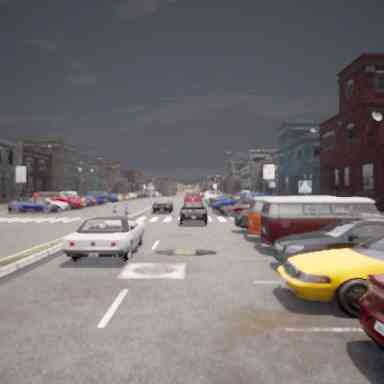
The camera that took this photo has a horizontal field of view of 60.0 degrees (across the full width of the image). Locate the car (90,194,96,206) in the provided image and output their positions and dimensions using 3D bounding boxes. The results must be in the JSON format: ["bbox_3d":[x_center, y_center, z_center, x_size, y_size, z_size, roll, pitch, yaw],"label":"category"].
[{"bbox_3d":[-15.535,1.288,43.693,4.674,1.452,2.002,0,0,0],"label":"car"}]

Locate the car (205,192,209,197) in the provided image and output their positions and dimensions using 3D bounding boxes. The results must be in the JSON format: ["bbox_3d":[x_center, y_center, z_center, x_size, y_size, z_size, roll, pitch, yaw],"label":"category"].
[{"bbox_3d":[4.923,1.198,48.401,5.366,1.575,1.946,0,0,0],"label":"car"}]

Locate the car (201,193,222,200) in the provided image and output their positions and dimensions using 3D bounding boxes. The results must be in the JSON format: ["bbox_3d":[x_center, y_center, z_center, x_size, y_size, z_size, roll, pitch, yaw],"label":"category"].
[{"bbox_3d":[4.837,1.050,81.750,5.008,1.535,2.097,0,0,0],"label":"car"}]

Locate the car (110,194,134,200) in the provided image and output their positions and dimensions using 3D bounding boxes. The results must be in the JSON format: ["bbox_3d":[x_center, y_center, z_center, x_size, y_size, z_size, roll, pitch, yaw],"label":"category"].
[{"bbox_3d":[-15.520,1.095,74.157,4.792,1.488,2.163,0,0,0],"label":"car"}]

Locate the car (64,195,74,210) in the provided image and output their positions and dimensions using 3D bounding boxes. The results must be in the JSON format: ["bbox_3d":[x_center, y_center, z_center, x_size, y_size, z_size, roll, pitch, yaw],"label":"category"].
[{"bbox_3d":[-15.534,1.351,35.549,4.674,1.452,2.002,0,0,0],"label":"car"}]

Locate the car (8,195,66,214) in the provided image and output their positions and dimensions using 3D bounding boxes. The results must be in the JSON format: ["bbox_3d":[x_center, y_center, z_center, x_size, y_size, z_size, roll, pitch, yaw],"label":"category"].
[{"bbox_3d":[-15.500,1.360,32.792,4.792,1.488,2.163,0,0,0],"label":"car"}]

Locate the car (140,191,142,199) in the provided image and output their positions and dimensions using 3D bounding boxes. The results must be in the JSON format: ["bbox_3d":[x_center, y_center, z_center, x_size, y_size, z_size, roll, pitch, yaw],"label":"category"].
[{"bbox_3d":[-15.568,1.070,82.428,4.792,1.488,2.163,0,0,0],"label":"car"}]

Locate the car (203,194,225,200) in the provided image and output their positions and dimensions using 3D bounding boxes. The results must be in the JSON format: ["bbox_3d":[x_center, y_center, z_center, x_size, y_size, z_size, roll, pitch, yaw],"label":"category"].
[{"bbox_3d":[4.846,1.105,73.538,4.792,1.488,2.163,0,0,0],"label":"car"}]

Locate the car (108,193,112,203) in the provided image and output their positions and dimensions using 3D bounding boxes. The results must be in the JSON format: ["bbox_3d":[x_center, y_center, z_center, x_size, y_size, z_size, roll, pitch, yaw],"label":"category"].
[{"bbox_3d":[-15.546,1.224,52.095,4.674,1.452,2.002,0,0,0],"label":"car"}]

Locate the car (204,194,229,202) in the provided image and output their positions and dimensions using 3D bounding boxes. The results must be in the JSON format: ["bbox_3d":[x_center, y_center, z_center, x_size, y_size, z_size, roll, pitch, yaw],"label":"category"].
[{"bbox_3d":[4.788,1.148,65.202,4.674,1.452,2.002,0,0,0],"label":"car"}]

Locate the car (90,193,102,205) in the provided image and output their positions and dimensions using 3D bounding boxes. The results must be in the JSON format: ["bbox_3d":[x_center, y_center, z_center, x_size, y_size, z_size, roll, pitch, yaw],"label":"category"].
[{"bbox_3d":[-15.537,1.265,46.581,4.674,1.452,2.002,0,0,0],"label":"car"}]

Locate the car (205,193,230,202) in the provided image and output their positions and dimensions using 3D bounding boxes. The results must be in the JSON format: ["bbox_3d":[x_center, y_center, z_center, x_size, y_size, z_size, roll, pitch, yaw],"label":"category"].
[{"bbox_3d":[4.814,0.996,62.331,4.553,1.767,2.185,0,0,0],"label":"car"}]

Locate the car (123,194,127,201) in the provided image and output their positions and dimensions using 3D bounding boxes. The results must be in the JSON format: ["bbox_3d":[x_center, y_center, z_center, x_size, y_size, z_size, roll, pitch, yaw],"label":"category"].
[{"bbox_3d":[-15.737,1.111,63.121,5.366,1.575,1.946,0,0,0],"label":"car"}]

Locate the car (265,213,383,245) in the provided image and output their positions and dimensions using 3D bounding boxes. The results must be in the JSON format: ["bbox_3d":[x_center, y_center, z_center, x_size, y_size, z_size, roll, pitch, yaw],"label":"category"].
[{"bbox_3d":[4.713,1.471,9.498,4.674,1.452,2.002,0,0,0],"label":"car"}]

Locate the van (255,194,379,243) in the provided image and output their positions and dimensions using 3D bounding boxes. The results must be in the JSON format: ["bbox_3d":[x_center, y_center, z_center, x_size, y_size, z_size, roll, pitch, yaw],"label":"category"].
[{"bbox_3d":[4.828,1.191,12.276,4.442,1.987,1.878,0,0,0],"label":"van"}]

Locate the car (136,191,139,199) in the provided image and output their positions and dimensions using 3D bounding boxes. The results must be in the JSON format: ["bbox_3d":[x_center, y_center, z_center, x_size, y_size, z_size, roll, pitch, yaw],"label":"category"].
[{"bbox_3d":[-15.516,1.085,76.912,4.792,1.488,2.163,0,0,0],"label":"car"}]

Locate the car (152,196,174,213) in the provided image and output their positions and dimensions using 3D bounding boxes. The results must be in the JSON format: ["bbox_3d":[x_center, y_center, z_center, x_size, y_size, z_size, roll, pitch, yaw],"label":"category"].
[{"bbox_3d":[-2.904,1.412,34.254,1.895,1.301,4.718,0,0,0],"label":"car"}]

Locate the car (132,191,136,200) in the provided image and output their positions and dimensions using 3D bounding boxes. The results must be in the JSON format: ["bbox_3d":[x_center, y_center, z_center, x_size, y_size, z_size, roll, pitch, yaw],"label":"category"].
[{"bbox_3d":[-15.367,1.073,71.399,5.366,1.575,1.946,0,0,0],"label":"car"}]

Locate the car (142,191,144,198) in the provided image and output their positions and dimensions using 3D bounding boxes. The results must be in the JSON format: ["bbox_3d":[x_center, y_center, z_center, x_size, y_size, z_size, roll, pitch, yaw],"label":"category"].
[{"bbox_3d":[-15.504,0.910,85.184,4.553,1.767,2.185,0,0,0],"label":"car"}]

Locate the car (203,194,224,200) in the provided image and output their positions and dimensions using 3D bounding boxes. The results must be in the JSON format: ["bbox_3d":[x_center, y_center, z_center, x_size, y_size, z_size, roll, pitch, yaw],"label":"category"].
[{"bbox_3d":[4.823,1.106,76.317,4.674,1.452,2.002,0,0,0],"label":"car"}]

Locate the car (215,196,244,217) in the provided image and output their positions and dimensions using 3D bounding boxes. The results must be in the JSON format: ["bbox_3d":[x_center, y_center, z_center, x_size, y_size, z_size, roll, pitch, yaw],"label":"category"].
[{"bbox_3d":[4.683,1.353,28.954,4.792,1.488,2.163,0,0,0],"label":"car"}]

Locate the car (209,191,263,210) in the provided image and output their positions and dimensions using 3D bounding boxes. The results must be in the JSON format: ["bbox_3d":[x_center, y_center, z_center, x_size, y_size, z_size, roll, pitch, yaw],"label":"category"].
[{"bbox_3d":[4.684,1.055,31.733,5.566,2.045,2.435,0,0,0],"label":"car"}]

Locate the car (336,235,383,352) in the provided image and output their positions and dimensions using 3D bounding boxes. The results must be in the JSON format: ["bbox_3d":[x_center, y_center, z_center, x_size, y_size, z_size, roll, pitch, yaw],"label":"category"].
[{"bbox_3d":[4.705,1.459,3.939,5.008,1.535,2.097,0,0,0],"label":"car"}]

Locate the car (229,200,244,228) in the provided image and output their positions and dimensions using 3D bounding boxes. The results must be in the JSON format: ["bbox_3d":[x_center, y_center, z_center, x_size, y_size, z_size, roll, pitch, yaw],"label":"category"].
[{"bbox_3d":[4.705,1.388,17.836,4.892,1.521,2.231,0,0,0],"label":"car"}]

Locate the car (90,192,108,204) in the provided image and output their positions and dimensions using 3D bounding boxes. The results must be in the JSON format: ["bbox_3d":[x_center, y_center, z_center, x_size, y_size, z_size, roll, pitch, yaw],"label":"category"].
[{"bbox_3d":[-15.536,1.204,49.338,5.008,1.535,2.097,0,0,0],"label":"car"}]

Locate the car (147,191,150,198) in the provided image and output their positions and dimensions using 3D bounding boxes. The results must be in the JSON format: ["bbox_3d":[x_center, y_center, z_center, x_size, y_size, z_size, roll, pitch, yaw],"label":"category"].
[{"bbox_3d":[-15.554,0.776,93.456,5.566,2.045,2.435,0,0,0],"label":"car"}]

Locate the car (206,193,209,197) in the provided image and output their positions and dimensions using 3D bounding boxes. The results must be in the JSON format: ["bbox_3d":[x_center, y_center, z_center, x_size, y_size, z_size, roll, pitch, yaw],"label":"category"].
[{"bbox_3d":[4.726,1.236,42.968,5.008,1.535,2.097,0,0,0],"label":"car"}]

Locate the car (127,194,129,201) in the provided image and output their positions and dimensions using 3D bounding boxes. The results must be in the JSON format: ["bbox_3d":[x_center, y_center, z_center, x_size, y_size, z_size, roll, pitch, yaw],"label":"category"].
[{"bbox_3d":[-15.582,1.130,65.880,4.792,1.488,2.163,0,0,0],"label":"car"}]

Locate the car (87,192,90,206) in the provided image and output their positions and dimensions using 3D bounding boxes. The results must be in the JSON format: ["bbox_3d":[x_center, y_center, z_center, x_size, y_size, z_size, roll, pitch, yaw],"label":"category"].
[{"bbox_3d":[-15.504,1.143,41.064,4.553,1.767,2.185,0,0,0],"label":"car"}]

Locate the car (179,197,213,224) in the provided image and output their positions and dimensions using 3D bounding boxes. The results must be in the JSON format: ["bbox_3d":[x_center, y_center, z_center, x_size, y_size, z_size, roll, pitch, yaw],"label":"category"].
[{"bbox_3d":[0.105,1.368,23.315,2.128,1.511,4.902,0,0,0],"label":"car"}]

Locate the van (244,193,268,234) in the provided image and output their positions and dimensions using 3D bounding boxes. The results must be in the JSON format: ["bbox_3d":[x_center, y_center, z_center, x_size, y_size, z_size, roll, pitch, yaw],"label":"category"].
[{"bbox_3d":[4.828,1.176,15.055,4.442,1.987,1.878,0,0,0],"label":"van"}]

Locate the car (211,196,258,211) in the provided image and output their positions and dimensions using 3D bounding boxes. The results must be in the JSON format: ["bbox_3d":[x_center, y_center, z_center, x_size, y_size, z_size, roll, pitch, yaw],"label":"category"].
[{"bbox_3d":[4.718,1.272,37.293,5.008,1.535,2.097,0,0,0],"label":"car"}]

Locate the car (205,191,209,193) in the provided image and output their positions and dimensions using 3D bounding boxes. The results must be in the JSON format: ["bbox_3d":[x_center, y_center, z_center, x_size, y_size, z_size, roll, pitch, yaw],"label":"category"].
[{"bbox_3d":[4.801,0.884,59.518,5.566,2.045,2.435,0,0,0],"label":"car"}]

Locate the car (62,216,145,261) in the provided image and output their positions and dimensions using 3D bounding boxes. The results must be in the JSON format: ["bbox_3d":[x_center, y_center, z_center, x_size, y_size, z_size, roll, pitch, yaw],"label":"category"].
[{"bbox_3d":[-2.897,1.509,12.017,1.895,1.301,4.718,0,1,0],"label":"car"}]

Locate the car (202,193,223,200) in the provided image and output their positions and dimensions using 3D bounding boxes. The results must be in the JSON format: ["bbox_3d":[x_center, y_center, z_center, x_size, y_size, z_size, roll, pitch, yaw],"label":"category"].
[{"bbox_3d":[4.840,1.059,78.971,4.892,1.521,2.231,0,0,0],"label":"car"}]

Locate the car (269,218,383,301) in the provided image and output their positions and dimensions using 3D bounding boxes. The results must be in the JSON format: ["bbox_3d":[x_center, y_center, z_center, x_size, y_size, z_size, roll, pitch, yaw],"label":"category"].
[{"bbox_3d":[4.526,1.442,6.718,5.366,1.575,1.946,0,0,0],"label":"car"}]

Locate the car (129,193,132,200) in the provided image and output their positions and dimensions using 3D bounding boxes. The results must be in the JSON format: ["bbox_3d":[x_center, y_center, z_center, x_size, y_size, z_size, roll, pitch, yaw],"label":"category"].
[{"bbox_3d":[-15.741,1.084,68.636,5.366,1.575,1.946,0,0,0],"label":"car"}]

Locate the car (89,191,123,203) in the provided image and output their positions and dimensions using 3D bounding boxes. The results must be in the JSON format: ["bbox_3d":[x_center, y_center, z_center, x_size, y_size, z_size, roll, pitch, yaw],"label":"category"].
[{"bbox_3d":[-15.519,0.895,57.608,5.566,2.045,2.435,0,0,0],"label":"car"}]

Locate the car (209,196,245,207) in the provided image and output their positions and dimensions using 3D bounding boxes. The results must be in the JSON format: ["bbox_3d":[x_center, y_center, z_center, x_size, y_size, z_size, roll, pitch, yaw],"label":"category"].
[{"bbox_3d":[4.758,1.248,45.624,4.792,1.488,2.163,0,0,0],"label":"car"}]

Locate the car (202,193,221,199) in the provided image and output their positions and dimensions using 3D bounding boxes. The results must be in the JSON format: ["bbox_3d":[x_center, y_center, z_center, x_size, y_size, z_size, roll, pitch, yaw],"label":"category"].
[{"bbox_3d":[4.881,1.073,84.655,4.792,1.488,2.163,0,0,0],"label":"car"}]

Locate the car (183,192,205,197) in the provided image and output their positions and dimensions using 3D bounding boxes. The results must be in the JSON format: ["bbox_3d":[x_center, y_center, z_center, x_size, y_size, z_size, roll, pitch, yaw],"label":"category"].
[{"bbox_3d":[0.110,0.994,40.635,2.150,2.045,5.566,0,1,0],"label":"car"}]

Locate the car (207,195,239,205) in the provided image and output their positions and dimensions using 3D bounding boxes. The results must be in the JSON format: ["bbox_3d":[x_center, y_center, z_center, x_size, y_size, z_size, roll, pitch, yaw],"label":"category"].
[{"bbox_3d":[4.717,1.213,51.182,4.792,1.488,2.163,0,0,0],"label":"car"}]

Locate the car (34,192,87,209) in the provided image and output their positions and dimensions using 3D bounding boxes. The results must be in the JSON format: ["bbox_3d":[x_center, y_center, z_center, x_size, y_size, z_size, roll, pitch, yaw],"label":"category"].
[{"bbox_3d":[-15.505,1.039,38.306,5.566,2.045,2.435,0,0,0],"label":"car"}]

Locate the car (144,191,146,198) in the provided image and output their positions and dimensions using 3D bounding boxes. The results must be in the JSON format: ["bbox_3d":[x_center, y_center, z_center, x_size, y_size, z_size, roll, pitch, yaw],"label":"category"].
[{"bbox_3d":[-15.527,1.031,87.942,5.008,1.535,2.097,0,0,0],"label":"car"}]

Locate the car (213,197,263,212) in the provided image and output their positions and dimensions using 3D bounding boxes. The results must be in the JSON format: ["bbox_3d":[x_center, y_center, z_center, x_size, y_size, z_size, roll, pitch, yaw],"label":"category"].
[{"bbox_3d":[4.706,1.290,34.513,4.892,1.521,2.231,0,0,0],"label":"car"}]

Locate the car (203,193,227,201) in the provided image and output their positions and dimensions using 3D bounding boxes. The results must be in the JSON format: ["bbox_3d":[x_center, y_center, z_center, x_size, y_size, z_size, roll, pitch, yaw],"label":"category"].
[{"bbox_3d":[4.815,1.086,70.758,4.892,1.521,2.231,0,0,0],"label":"car"}]
